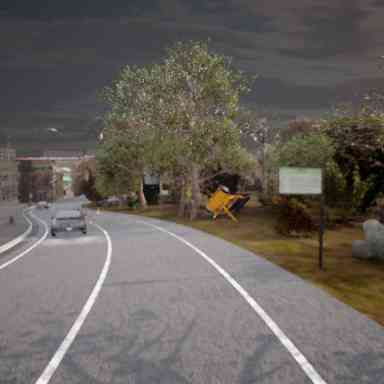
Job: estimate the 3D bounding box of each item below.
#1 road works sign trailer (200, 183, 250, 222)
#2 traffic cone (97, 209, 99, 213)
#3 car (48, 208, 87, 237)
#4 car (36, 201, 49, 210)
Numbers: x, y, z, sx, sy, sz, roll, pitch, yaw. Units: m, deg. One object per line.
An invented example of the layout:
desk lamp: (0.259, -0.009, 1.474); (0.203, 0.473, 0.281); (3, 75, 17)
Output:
road works sign trailer: (3.076, 1.106, 25.389); (2.880, 2.380, 3.560); (50, 26, 24)
traffic cone: (-11.161, 2.223, 39.576); (0.340, 0.580, 0.340); (-3, 1, -28)
car: (-7.238, 1.709, 19.660); (1.812, 1.442, 4.674); (-2, 0, -20)
car: (-25.488, 2.301, 56.845); (1.812, 1.442, 4.674); (-3, 1, -22)
